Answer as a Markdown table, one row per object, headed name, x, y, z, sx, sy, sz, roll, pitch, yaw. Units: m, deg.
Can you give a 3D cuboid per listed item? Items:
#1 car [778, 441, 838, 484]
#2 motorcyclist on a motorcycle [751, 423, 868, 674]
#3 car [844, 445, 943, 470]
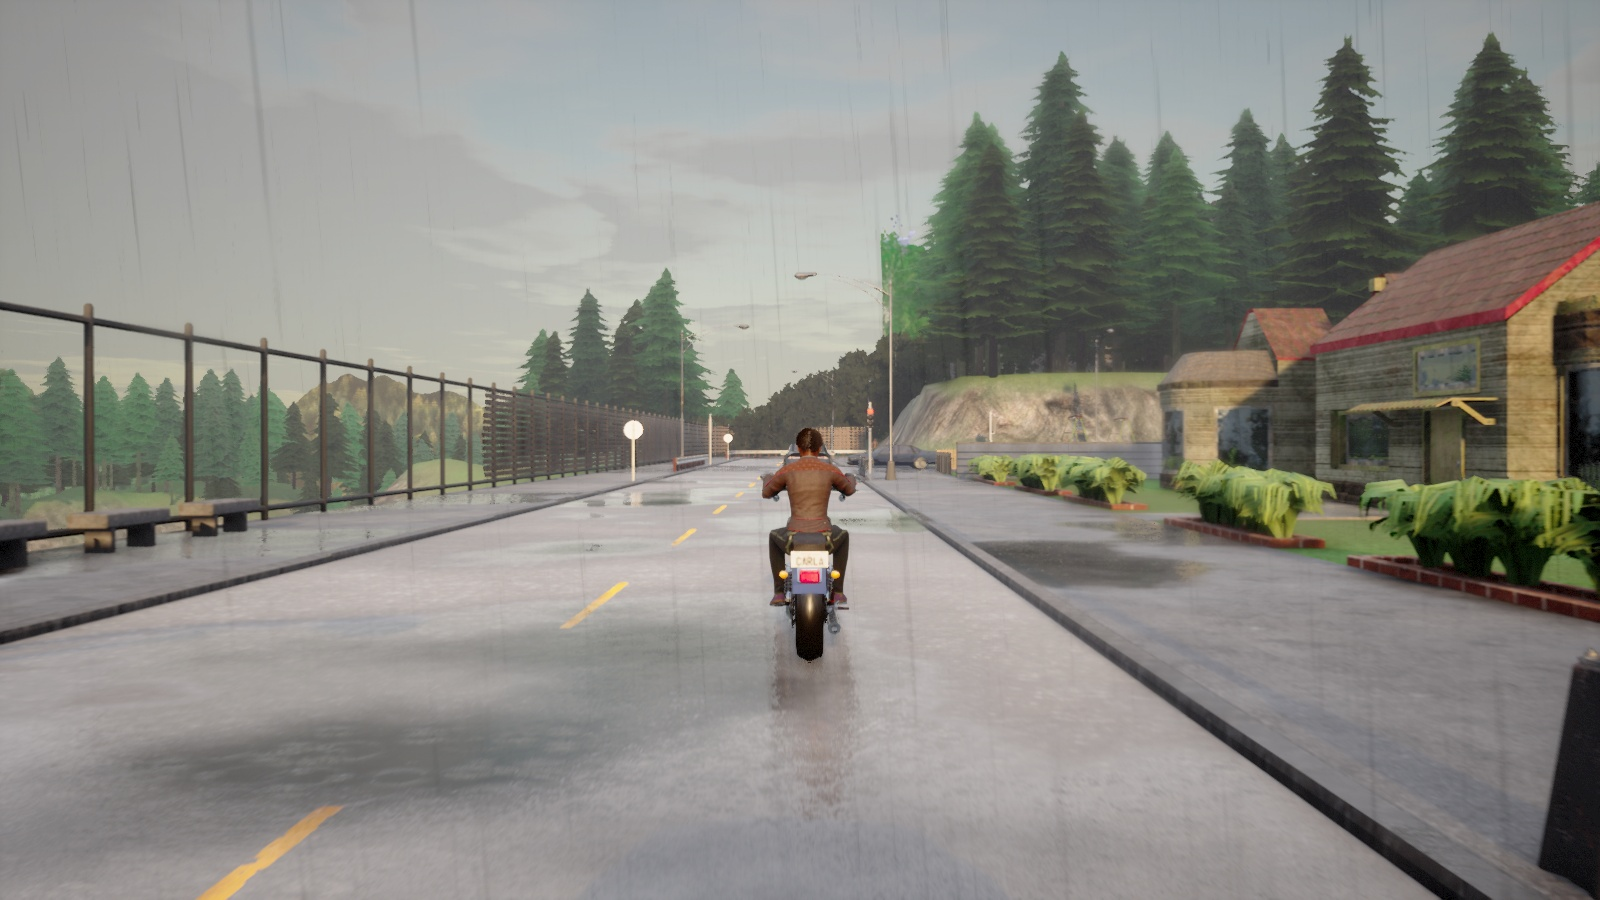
| name | x | y | z | sx | sy | sz | roll | pitch | yaw |
| --- | --- | --- | --- | --- | --- | --- | --- | --- | --- |
| car | 0.294 | 0.437 | 47.168 | 2.128 | 1.511 | 4.902 | 0 | 0 | 0 |
| motorcyclist on a motorcycle | 0.069 | 0.644 | 9.439 | 0.766 | 1.649 | 2.350 | 0 | 0 | 0 |
| car | 5.249 | 0.399 | 70.918 | 5.357 | 1.411 | 2.033 | 0 | 0 | -5 |
